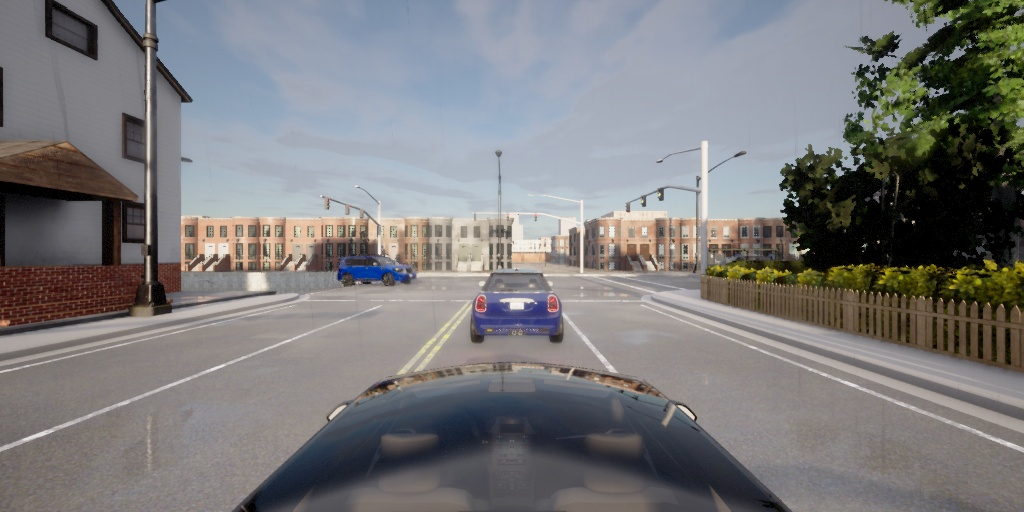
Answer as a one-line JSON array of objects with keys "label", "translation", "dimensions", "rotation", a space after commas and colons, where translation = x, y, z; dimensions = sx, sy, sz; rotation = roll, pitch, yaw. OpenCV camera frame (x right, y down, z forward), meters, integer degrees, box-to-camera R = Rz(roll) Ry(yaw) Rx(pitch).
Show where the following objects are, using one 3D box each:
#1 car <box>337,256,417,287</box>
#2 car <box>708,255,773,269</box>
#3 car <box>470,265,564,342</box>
[{"label": "car", "translation": [-9.275, 1.015, 24.564], "dimensions": [5.566, 2.045, 2.150], "rotation": [-2, 0, 19]}, {"label": "car", "translation": [18.743, 0.971, 29.598], "dimensions": [5.566, 2.045, 2.150], "rotation": [0, 0, 0]}, {"label": "car", "translation": [0.111, 1.102, 9.888], "dimensions": [2.097, 1.767, 4.553], "rotation": [0, 0, 0]}]
